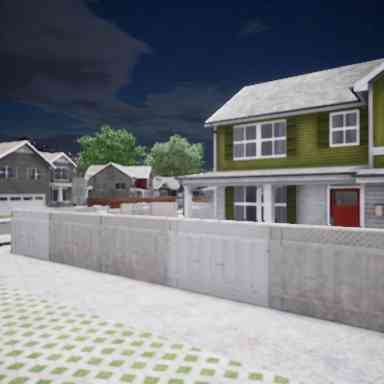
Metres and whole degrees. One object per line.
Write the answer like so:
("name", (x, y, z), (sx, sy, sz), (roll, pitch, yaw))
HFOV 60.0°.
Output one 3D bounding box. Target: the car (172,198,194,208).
("car", (-1.110, 1.637, 46.189), (2.128, 1.511, 4.902), (0, -1, 21))
